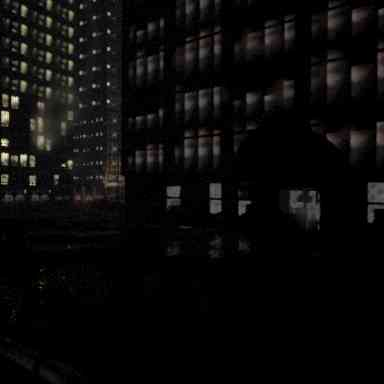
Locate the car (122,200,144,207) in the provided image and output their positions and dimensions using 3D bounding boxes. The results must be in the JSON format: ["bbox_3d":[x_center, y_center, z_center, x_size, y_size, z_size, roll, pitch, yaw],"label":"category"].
[{"bbox_3d":[-11.656,2.257,66.154,1.994,1.385,4.181,1,0,35],"label":"car"}]

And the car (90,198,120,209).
[{"bbox_3d":[-14.912,1.979,56.204,2.097,1.767,4.553,1,0,35],"label":"car"}]

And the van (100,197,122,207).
[{"bbox_3d":[-15.797,1.963,64.922,1.690,1.788,3.998,0,0,35],"label":"van"}]

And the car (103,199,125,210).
[{"bbox_3d":[-12.139,2.234,55.499,1.947,1.339,4.313,0,0,35],"label":"car"}]

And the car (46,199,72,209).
[{"bbox_3d":[-22.234,1.950,55.655,1.967,1.590,4.097,0,0,35],"label":"car"}]
